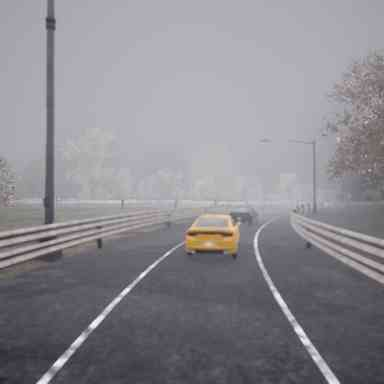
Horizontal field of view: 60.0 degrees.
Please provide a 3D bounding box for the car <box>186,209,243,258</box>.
[{"bbox_3d":[1.000,1.681,13.870,1.882,1.535,5.008,0,-1,10],"label":"car"}]

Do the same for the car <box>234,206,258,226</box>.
[{"bbox_3d":[4.437,1.958,28.147,1.882,1.535,5.008,0,-1,18],"label":"car"}]
